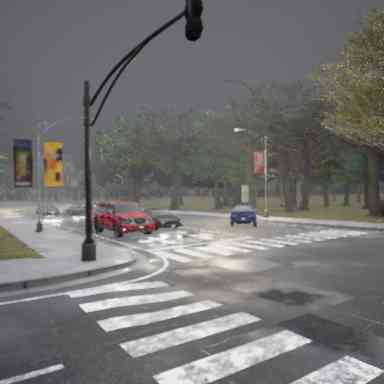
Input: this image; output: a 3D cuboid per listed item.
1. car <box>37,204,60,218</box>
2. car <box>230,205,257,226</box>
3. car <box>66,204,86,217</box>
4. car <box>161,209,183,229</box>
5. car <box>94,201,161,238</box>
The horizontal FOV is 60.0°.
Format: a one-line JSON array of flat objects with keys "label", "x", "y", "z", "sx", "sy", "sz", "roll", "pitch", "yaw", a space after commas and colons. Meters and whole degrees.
[{"label": "car", "x": -16.866, "y": 2.165, "z": 38.999, "sx": 2.128, "sy": 1.511, "sz": 4.902, "roll": -1, "pitch": 0, "yaw": -34}, {"label": "car", "x": 4.025, "y": 1.751, "z": 25.958, "sx": 1.882, "sy": 1.535, "sz": 5.008, "roll": -2, "pitch": 0, "yaw": 9}, {"label": "car", "x": -13.846, "y": 2.187, "z": 40.341, "sx": 1.994, "sy": 1.385, "sz": 4.181, "roll": -1, "pitch": 0, "yaw": -34}, {"label": "car", "x": -2.762, "y": 1.924, "z": 24.240, "sx": 2.033, "sy": 1.411, "sz": 5.357, "roll": -1, "pitch": 0, "yaw": -35}, {"label": "car", "x": -4.410, "y": 1.611, "z": 20.905, "sx": 2.150, "sy": 2.045, "sz": 5.566, "roll": -1, "pitch": 1, "yaw": -35}]
